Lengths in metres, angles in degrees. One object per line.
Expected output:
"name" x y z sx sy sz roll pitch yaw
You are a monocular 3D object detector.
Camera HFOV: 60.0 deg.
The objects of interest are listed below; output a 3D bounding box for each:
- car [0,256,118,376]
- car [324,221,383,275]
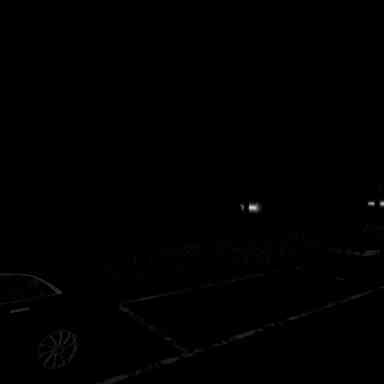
"car" -3.108 1.551 3.976 4.403 1.369 2.008 0 0 -35
"car" 5.893 1.582 10.365 4.206 1.307 1.802 0 0 -35
